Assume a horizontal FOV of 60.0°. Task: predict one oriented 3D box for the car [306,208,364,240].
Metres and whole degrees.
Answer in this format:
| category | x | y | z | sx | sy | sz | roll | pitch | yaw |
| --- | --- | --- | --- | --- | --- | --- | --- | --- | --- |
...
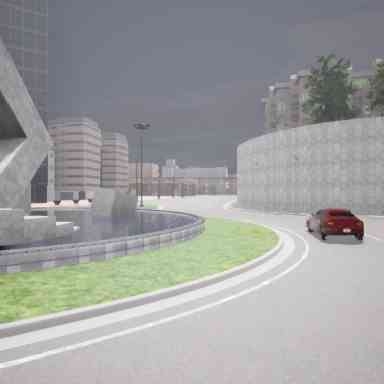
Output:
| category | x | y | z | sx | sy | sz | roll | pitch | yaw |
| --- | --- | --- | --- | --- | --- | --- | --- | --- | --- |
| car | 7.118 | 1.526 | 16.838 | 1.812 | 1.442 | 4.674 | 0 | 0 | 8 |
